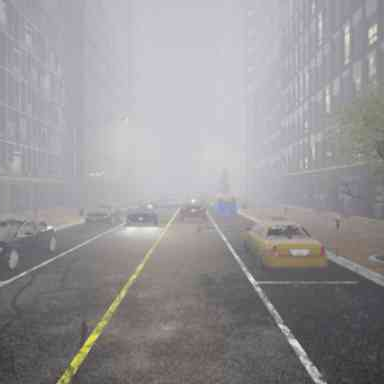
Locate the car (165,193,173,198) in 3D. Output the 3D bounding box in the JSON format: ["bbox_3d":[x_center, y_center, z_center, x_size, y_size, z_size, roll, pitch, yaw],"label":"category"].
[{"bbox_3d":[-5.726,0.936,84.505,1.802,1.307,4.206,0,1,0],"label":"car"}]

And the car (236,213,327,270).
[{"bbox_3d":[2.684,1.456,10.615,1.752,1.417,4.829,0,0,0],"label":"car"}]

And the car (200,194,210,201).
[{"bbox_3d":[2.661,1.049,67.418,1.887,1.381,4.507,0,1,0],"label":"car"}]

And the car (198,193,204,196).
[{"bbox_3d":[0.082,1.206,42.477,2.163,1.488,4.792,0,0,0],"label":"car"}]

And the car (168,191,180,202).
[{"bbox_3d":[-3.055,1.076,62.588,1.812,1.442,4.674,0,0,1],"label":"car"}]

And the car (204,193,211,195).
[{"bbox_3d":[2.670,1.210,44.797,1.752,1.417,4.829,0,0,0],"label":"car"}]

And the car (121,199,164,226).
[{"bbox_3d":[-3.107,1.416,22.121,1.994,1.385,4.181,0,0,0],"label":"car"}]

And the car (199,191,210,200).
[{"bbox_3d":[2.659,0.769,73.113,2.192,1.841,5.009,0,1,0],"label":"car"}]

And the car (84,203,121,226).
[{"bbox_3d":[-5.701,1.405,21.836,2.008,1.369,4.403,0,0,0],"label":"car"}]

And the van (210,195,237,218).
[{"bbox_3d":[2.677,1.155,27.535,1.690,1.788,3.998,0,0,0],"label":"van"}]

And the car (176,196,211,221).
[{"bbox_3d":[0.088,1.330,25.738,2.163,1.488,4.792,0,0,0],"label":"car"}]

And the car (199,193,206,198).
[{"bbox_3d":[2.654,0.877,84.677,1.752,1.417,4.829,0,1,0],"label":"car"}]

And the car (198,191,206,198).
[{"bbox_3d":[2.652,0.618,90.204,2.192,1.841,5.009,0,1,0],"label":"car"}]

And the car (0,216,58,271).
[{"bbox_3d":[-5.697,1.483,10.442,2.008,1.369,4.403,0,0,0],"label":"car"}]

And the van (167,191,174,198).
[{"bbox_3d":[-5.729,0.645,90.202,1.690,1.788,3.998,0,1,0],"label":"van"}]

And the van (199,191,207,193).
[{"bbox_3d":[2.663,0.894,61.718,1.690,1.788,3.998,0,0,0],"label":"van"}]

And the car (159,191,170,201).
[{"bbox_3d":[-5.719,1.087,67.416,1.802,1.307,4.206,0,0,0],"label":"car"}]
